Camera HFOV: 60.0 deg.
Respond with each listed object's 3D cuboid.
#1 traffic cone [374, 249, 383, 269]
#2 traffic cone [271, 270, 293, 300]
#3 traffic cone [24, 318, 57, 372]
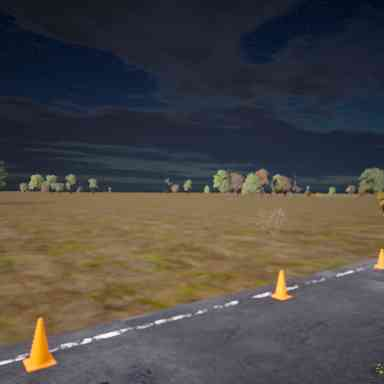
[{"bbox_3d":[5.914,2.069,10.350,0.340,0.580,0.340,1,0,-38],"label":"traffic cone"},{"bbox_3d":[1.980,2.018,7.340,0.340,0.580,0.340,1,0,-37],"label":"traffic cone"},{"bbox_3d":[-2.005,1.967,4.400,0.340,0.580,0.340,1,0,-36],"label":"traffic cone"}]
